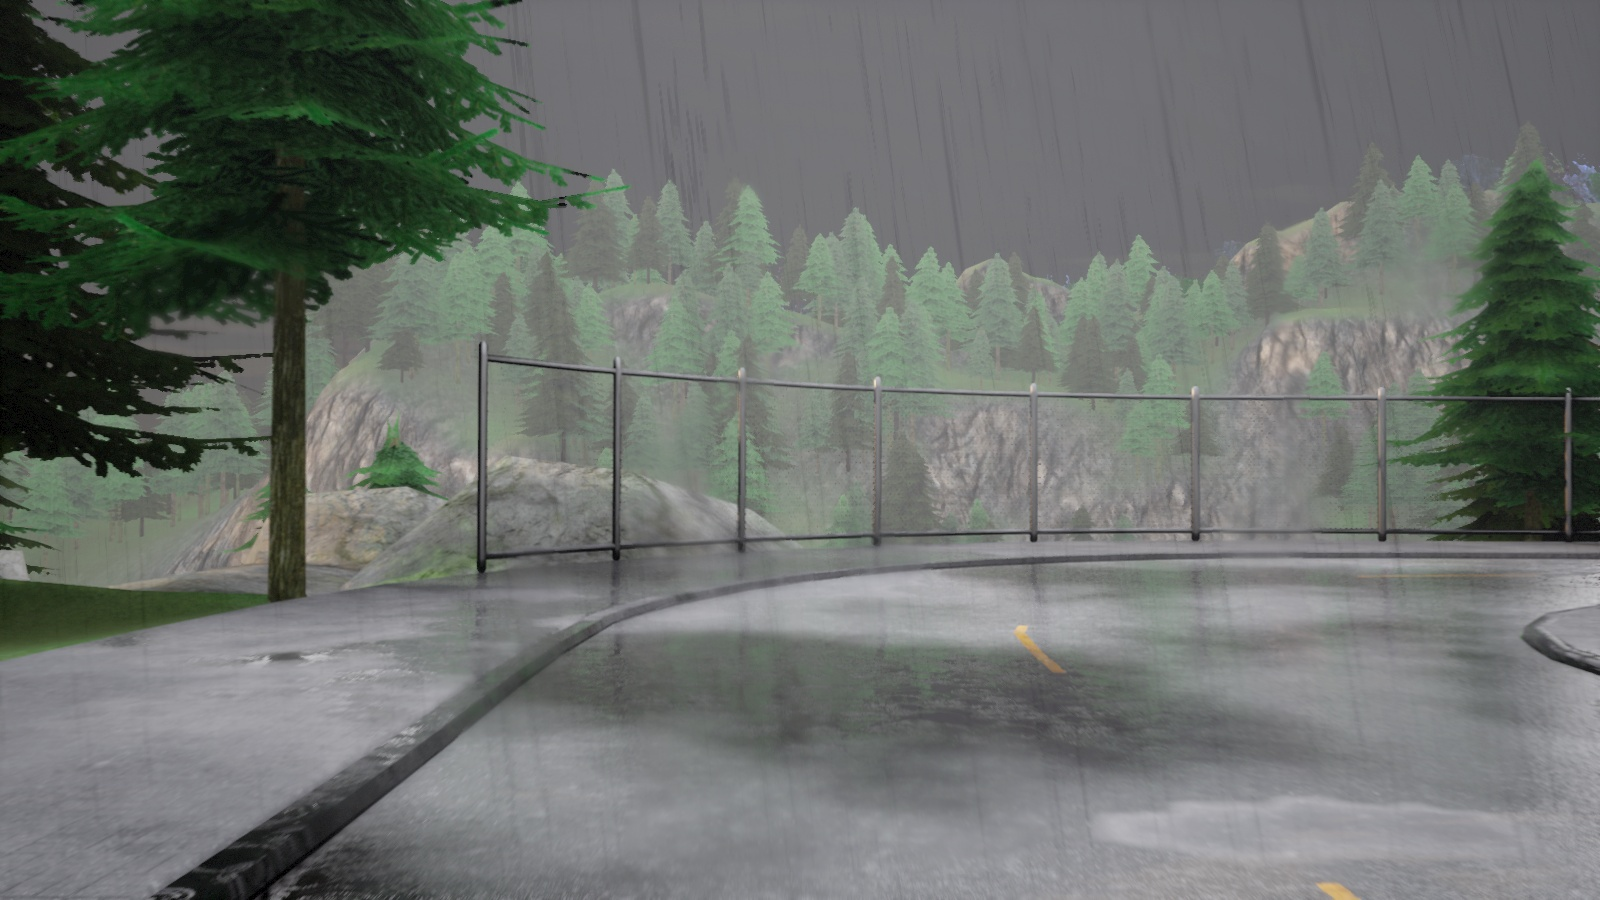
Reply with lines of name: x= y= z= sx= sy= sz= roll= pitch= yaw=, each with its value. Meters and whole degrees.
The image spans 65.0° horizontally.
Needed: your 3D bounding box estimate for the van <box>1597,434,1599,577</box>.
van: x=13.722 y=0.769 z=17.078 sx=4.480 sy=2.038 sz=2.069 roll=0 pitch=-1 yaw=-4
